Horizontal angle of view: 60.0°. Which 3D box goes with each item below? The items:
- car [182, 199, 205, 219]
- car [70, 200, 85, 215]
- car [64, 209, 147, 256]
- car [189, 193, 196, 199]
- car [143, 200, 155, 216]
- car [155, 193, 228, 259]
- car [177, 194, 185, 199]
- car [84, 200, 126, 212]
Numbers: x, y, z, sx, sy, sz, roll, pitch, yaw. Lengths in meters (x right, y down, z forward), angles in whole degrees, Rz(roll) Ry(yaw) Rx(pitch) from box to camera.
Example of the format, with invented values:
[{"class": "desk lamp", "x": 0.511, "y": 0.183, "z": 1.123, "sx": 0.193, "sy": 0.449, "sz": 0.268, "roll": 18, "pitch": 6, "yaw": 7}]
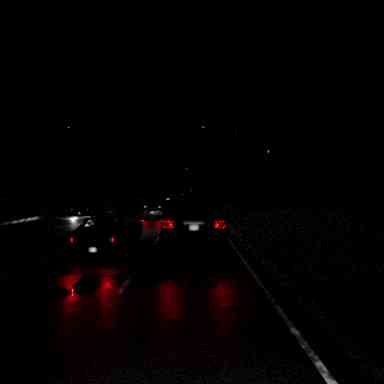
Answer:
[{"class": "car", "x": 0.150, "y": 1.418, "z": 28.815, "sx": 1.812, "sy": 1.442, "sz": 4.674, "roll": 0, "pitch": 0, "yaw": 0}, {"class": "car", "x": -9.707, "y": 1.432, "z": 31.396, "sx": 2.033, "sy": 1.411, "sz": 5.357, "roll": 0, "pitch": 0, "yaw": 1}, {"class": "car", "x": -3.149, "y": 1.551, "z": 12.871, "sx": 1.895, "sy": 1.301, "sz": 4.718, "roll": 0, "pitch": 0, "yaw": 1}, {"class": "car", "x": 0.174, "y": 1.160, "z": 91.977, "sx": 1.837, "sy": 1.490, "sz": 4.892, "roll": 0, "pitch": 0, "yaw": 0}, {"class": "car", "x": -3.101, "y": 1.384, "z": 28.612, "sx": 2.128, "sy": 1.511, "sz": 4.902, "roll": 0, "pitch": 0, "yaw": 0}, {"class": "car", "x": 0.095, "y": 1.167, "z": 12.525, "sx": 2.150, "sy": 2.045, "sz": 5.566, "roll": 0, "pitch": -1, "yaw": 1}, {"class": "car", "x": -3.076, "y": 1.256, "z": 92.010, "sx": 1.895, "sy": 1.301, "sz": 4.718, "roll": 0, "pitch": 0, "yaw": 0}, {"class": "car", "x": -6.505, "y": 1.381, "z": 26.067, "sx": 1.882, "sy": 1.535, "sz": 5.008, "roll": 0, "pitch": 0, "yaw": 0}]
